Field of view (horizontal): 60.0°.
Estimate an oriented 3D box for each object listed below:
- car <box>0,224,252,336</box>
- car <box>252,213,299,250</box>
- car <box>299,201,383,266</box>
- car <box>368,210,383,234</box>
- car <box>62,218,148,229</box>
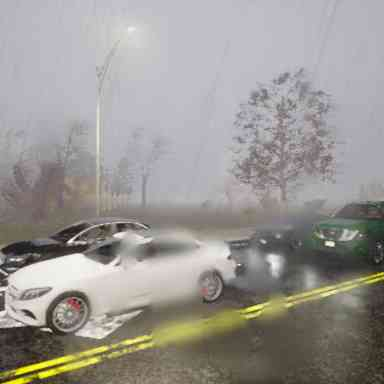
[{"bbox_3d":[-1.151,1.559,6.843,4.674,1.442,1.812,1,-1,-35],"label":"car"},{"bbox_3d":[5.157,1.707,15.317,5.357,1.411,2.033,1,0,-35],"label":"car"},{"bbox_3d":[6.771,1.379,12.483,5.566,2.045,2.150,1,0,-35],"label":"car"},{"bbox_3d":[13.248,1.848,21.078,4.181,1.385,1.994,1,0,-35],"label":"car"},{"bbox_3d":[-2.802,1.541,9.689,4.892,1.490,1.837,1,-1,-38],"label":"car"}]
